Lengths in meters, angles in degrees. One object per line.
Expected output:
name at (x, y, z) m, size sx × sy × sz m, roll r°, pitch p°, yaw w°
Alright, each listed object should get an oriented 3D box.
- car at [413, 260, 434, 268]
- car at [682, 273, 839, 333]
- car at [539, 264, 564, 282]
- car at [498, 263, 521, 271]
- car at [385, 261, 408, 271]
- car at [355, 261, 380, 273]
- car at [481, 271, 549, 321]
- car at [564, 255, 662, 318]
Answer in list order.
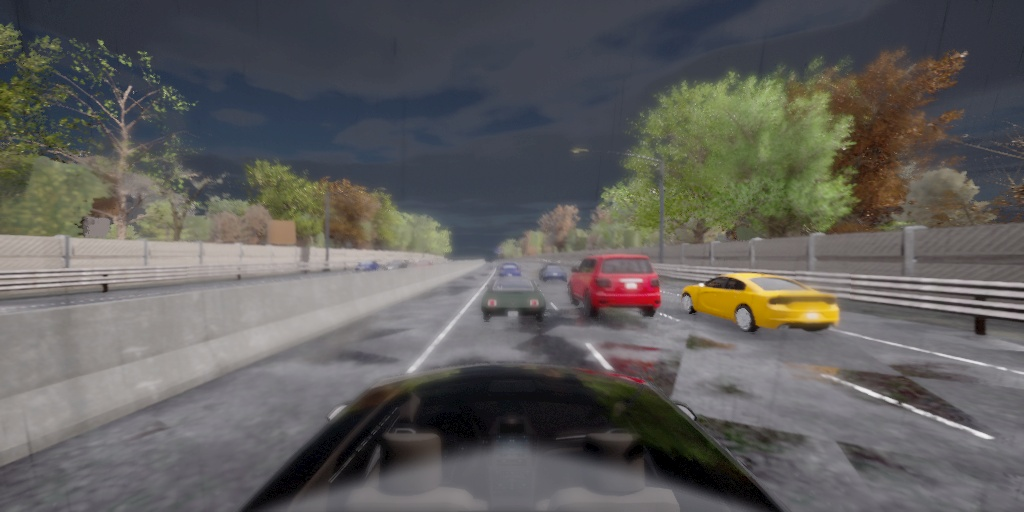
car at (-11.166, 1.334, 45.501) m, size 1.882 × 1.535 × 5.008 m, roll 0°, pitch 0°, yaw -1°
car at (7.030, 1.250, 10.883) m, size 1.882 × 1.535 × 5.008 m, roll 0°, pitch 0°, yaw 0°
car at (3.332, 1.385, 29.940) m, size 1.994 × 1.385 × 4.181 m, roll 0°, pitch 0°, yaw -1°
car at (-0.173, 1.347, 30.391) m, size 1.812 × 1.442 × 4.674 m, roll 0°, pitch 0°, yaw -1°
car at (-14.675, 1.348, 45.834) m, size 2.128 × 1.511 × 4.902 m, roll 0°, pitch 0°, yaw -1°
car at (-18.150, 1.341, 45.438) m, size 1.812 × 1.442 × 4.674 m, roll 2°, pitch -1°, yaw -1°
car at (0.032, 1.378, 12.489) m, size 1.895 × 1.301 × 4.718 m, roll 0°, pitch 0°, yaw 0°
car at (3.531, 0.999, 13.269) m, size 2.150 × 2.045 × 5.566 m, roll 0°, pitch 0°, yaw 0°
